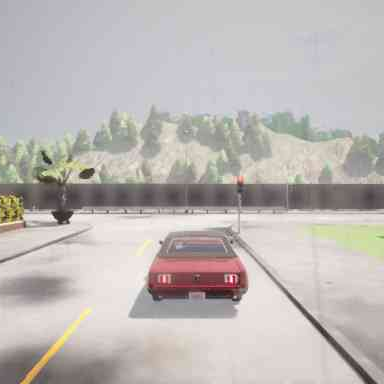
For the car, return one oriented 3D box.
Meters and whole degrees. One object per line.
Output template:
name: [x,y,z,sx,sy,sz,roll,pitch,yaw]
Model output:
car: [0.102,1.601,8.258,1.895,1.301,4.718,0,0,0]
